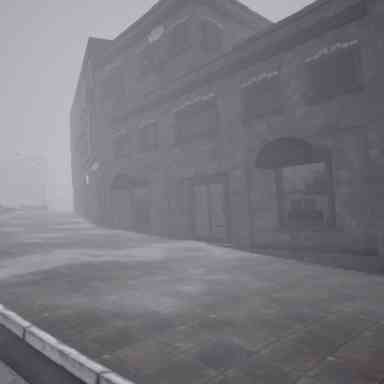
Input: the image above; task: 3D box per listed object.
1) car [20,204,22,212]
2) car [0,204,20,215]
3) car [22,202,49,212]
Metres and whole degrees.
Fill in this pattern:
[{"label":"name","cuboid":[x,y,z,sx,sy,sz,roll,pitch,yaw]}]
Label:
[{"label":"car","cuboid":[-27.614,2.545,53.532,1.994,1.385,4.181,-3,-1,-2]},{"label":"car","cuboid":[-23.203,2.139,40.318,1.895,1.301,4.718,-3,-1,-4]},{"label":"car","cuboid":[-23.973,2.264,51.749,1.812,1.442,4.674,-3,-1,-2]}]
